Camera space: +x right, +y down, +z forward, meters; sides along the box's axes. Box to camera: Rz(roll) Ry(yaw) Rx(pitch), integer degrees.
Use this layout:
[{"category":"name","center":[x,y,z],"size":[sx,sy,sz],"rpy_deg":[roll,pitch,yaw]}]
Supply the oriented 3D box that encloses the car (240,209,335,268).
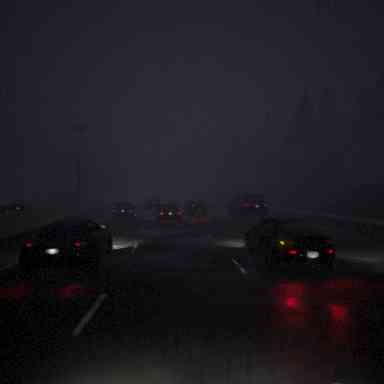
[{"category":"car","center":[3.105,1.523,11.251],"size":[1.812,1.442,4.674],"rpy_deg":[0,0,-4]}]

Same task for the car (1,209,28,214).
[{"category":"car","center":[-17.629,1.633,33.393],"size":[1.895,1.301,4.718],"rpy_deg":[0,0,-11]}]

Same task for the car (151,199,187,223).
[{"category":"car","center":[-1.891,1.554,25.702],"size":[2.033,1.411,5.357],"rpy_deg":[0,0,-8]}]

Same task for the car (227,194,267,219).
[{"category":"car","center":[4.699,1.219,28.836],"size":[2.150,2.045,5.566],"rpy_deg":[0,0,-9]}]

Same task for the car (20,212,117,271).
[{"category":"car","center":[-3.899,1.572,10.970],"size":[1.994,1.385,4.181],"rpy_deg":[0,0,-4]}]

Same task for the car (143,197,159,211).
[{"category":"car","center":[-5.048,1.367,42.060],"size":[2.097,1.767,4.553],"rpy_deg":[0,0,-13]}]

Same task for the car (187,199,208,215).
[{"category":"car","center":[0.285,1.497,33.792],"size":[2.128,1.511,4.902],"rpy_deg":[0,0,-10]}]

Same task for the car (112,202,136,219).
[{"category":"car","center":[-5.942,1.561,29.055],"size":[2.033,1.411,5.357],"rpy_deg":[0,0,-9]}]
